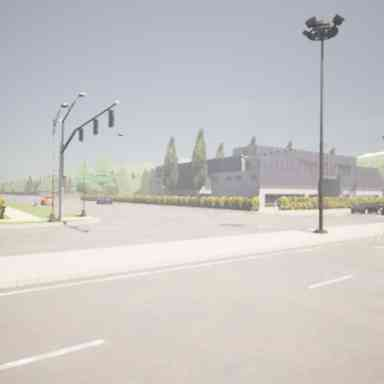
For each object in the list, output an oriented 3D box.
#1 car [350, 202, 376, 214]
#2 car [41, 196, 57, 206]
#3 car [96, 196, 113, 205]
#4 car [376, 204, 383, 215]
[{"bbox_3d":[22.305,2.049,42.686,4.892,1.490,1.837,1,-1,-34],"label":"car"},{"bbox_3d":[-26.283,1.544,61.050,2.097,1.767,4.553,1,-1,-33],"label":"car"},{"bbox_3d":[-17.582,1.675,66.787,2.097,1.767,4.553,1,-1,-33],"label":"car"},{"bbox_3d":[24.692,2.054,40.084,4.892,1.490,1.837,1,-1,-34],"label":"car"}]
